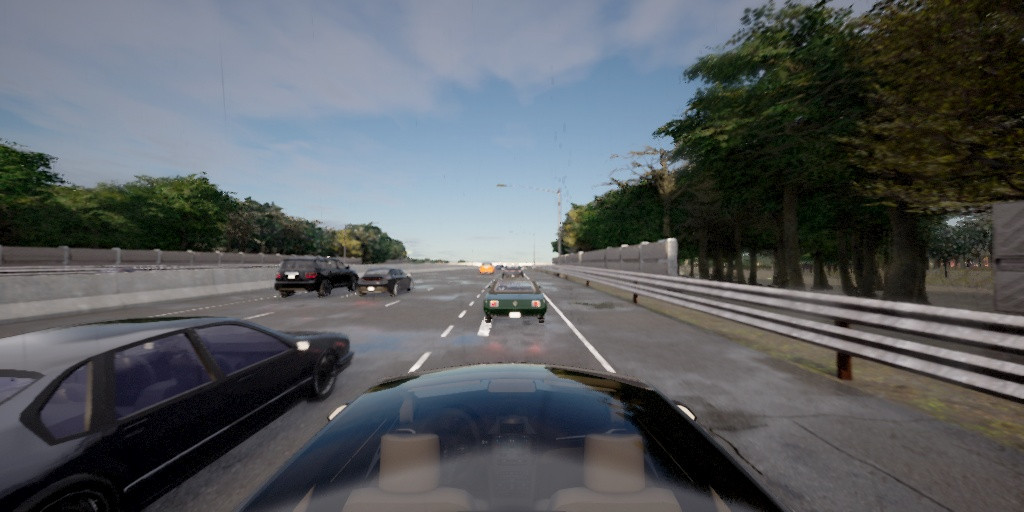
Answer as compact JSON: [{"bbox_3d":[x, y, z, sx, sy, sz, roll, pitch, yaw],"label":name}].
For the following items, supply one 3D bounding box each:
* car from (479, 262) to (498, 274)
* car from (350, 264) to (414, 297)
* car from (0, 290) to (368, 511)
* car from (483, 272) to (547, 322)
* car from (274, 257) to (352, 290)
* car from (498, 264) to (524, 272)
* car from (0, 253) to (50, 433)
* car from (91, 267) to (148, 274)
[{"bbox_3d":[-3.542,1.714,52.032,2.097,1.767,4.553,0,-1,0],"label":"car"},{"bbox_3d":[-6.914,1.379,20.021,1.837,1.490,4.892,0,0,0],"label":"car"},{"bbox_3d":[-3.500,1.310,3.393,2.033,1.411,5.357,0,0,0],"label":"car"},{"bbox_3d":[0.092,1.420,12.534,1.895,1.301,4.718,0,0,0],"label":"car"},{"bbox_3d":[-10.414,1.093,19.619,2.150,2.045,5.566,0,0,0],"label":"car"},{"bbox_3d":[0.075,1.503,32.436,2.128,1.511,4.902,0,-1,0],"label":"car"},{"bbox_3d":[-6.899,0.973,1.732,2.150,2.045,5.566,0,0,0],"label":"car"},{"bbox_3d":[-28.114,1.496,25.571,1.994,1.385,4.181,0,-1,0],"label":"car"}]
